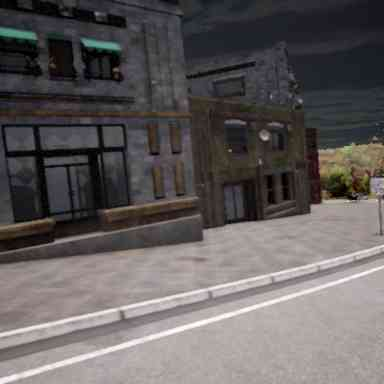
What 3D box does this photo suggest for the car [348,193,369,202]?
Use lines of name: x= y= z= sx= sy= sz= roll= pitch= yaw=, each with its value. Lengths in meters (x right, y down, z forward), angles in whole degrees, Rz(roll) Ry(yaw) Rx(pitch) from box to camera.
car: x=31.285 y=0.997 z=62.732 sx=2.128 sy=1.511 sz=4.902 roll=-6 pitch=-2 yaw=-3

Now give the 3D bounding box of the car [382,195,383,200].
car: x=34.751 y=0.620 z=57.124 sx=2.128 sy=1.511 sz=4.902 roll=-5 pitch=-1 yaw=-3
